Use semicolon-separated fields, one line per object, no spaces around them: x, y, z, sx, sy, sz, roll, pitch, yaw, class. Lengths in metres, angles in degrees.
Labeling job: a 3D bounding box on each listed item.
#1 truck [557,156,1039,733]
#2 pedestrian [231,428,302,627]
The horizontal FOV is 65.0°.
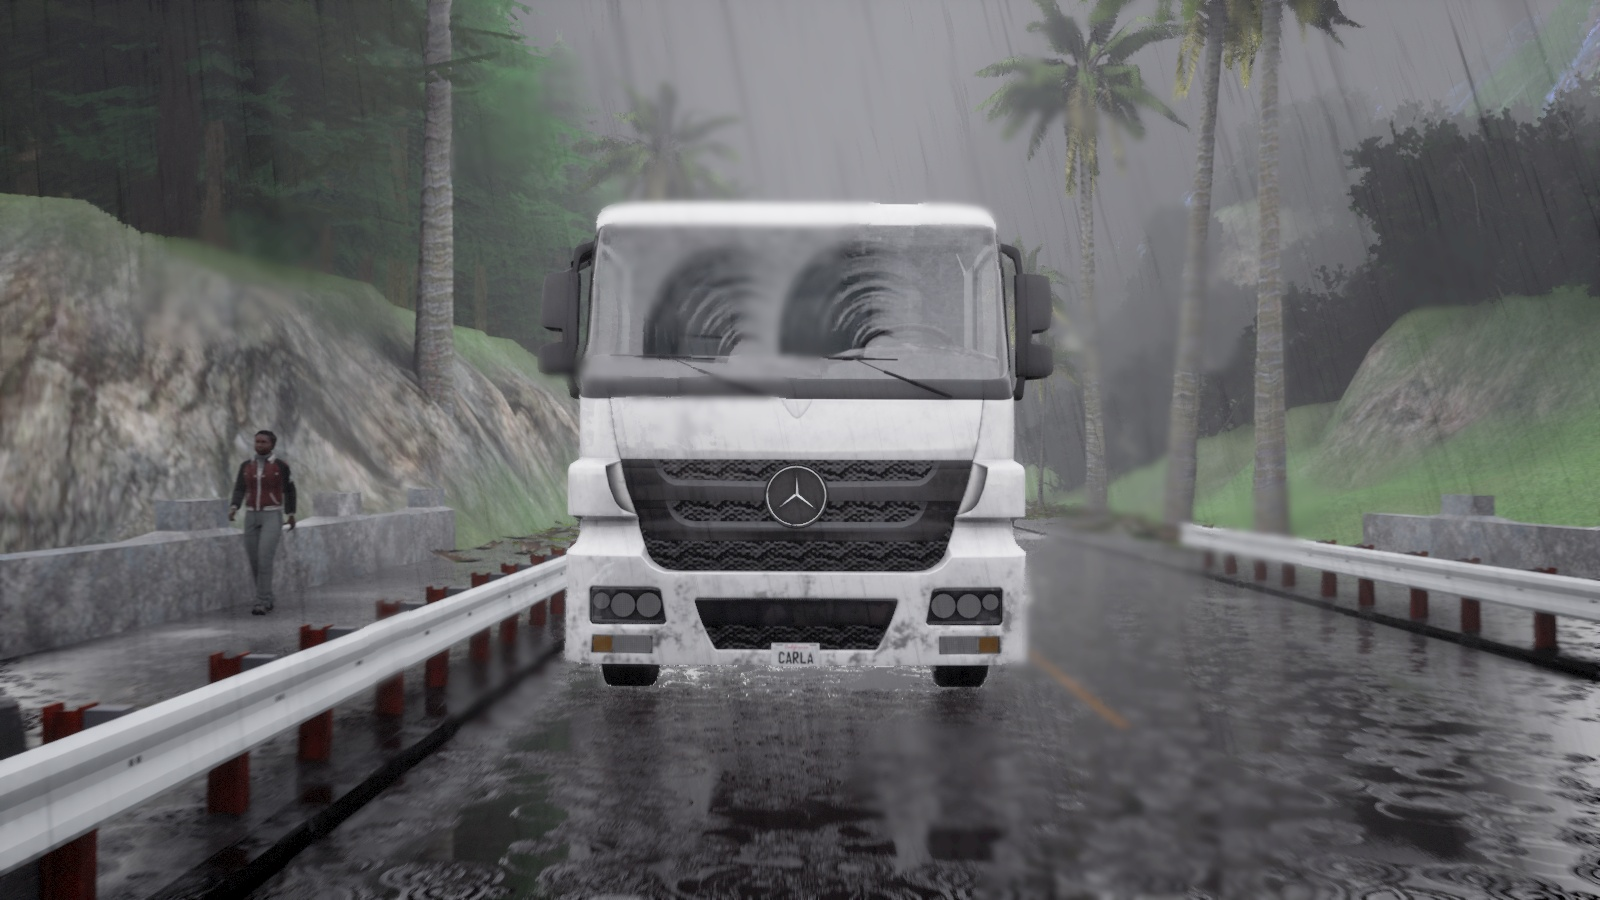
-0.029;0.026;11.531;2.891;3.462;7.936;0;-1;0;truck
-5.296;0.755;12.498;0.402;1.930;0.666;0;-1;2;pedestrian
